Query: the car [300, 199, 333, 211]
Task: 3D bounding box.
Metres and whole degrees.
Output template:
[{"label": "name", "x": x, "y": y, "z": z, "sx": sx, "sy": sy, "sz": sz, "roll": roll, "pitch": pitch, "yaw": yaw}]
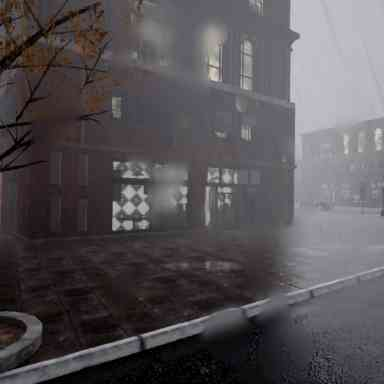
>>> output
[{"label": "car", "x": 15.538, "y": 1.621, "z": 41.675, "sx": 2.008, "sy": 1.369, "sz": 4.403, "roll": 1, "pitch": -1, "yaw": -28}]
